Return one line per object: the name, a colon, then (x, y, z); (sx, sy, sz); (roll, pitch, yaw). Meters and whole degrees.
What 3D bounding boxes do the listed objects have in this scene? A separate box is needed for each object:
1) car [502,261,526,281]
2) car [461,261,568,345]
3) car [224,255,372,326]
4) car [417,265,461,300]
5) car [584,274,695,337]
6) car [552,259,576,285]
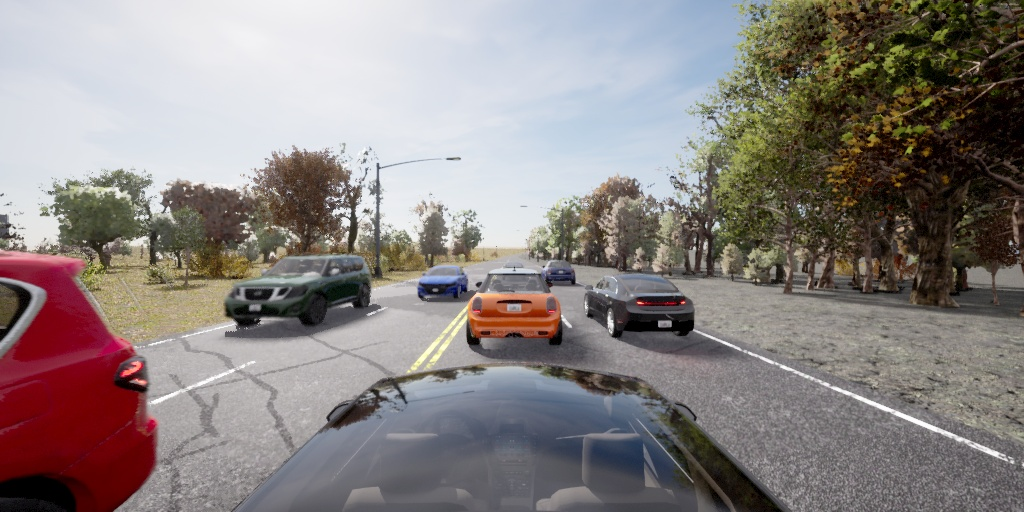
car: (0.127, 1.223, 30.992); (1.882, 1.535, 5.008); (0, 0, -1)
car: (0.066, 1.101, 9.639); (2.097, 1.767, 4.553); (0, 0, 0)
car: (-6.592, 0.970, 11.968); (2.150, 2.045, 5.566); (0, 0, 0)
car: (-3.336, 1.225, 18.072); (1.882, 1.535, 5.008); (0, 0, 0)
car: (3.319, 1.245, 10.211); (1.837, 1.490, 4.892); (-1, 0, 0)
car: (3.329, 1.091, 26.442); (2.097, 1.767, 4.553); (-1, 0, 0)
